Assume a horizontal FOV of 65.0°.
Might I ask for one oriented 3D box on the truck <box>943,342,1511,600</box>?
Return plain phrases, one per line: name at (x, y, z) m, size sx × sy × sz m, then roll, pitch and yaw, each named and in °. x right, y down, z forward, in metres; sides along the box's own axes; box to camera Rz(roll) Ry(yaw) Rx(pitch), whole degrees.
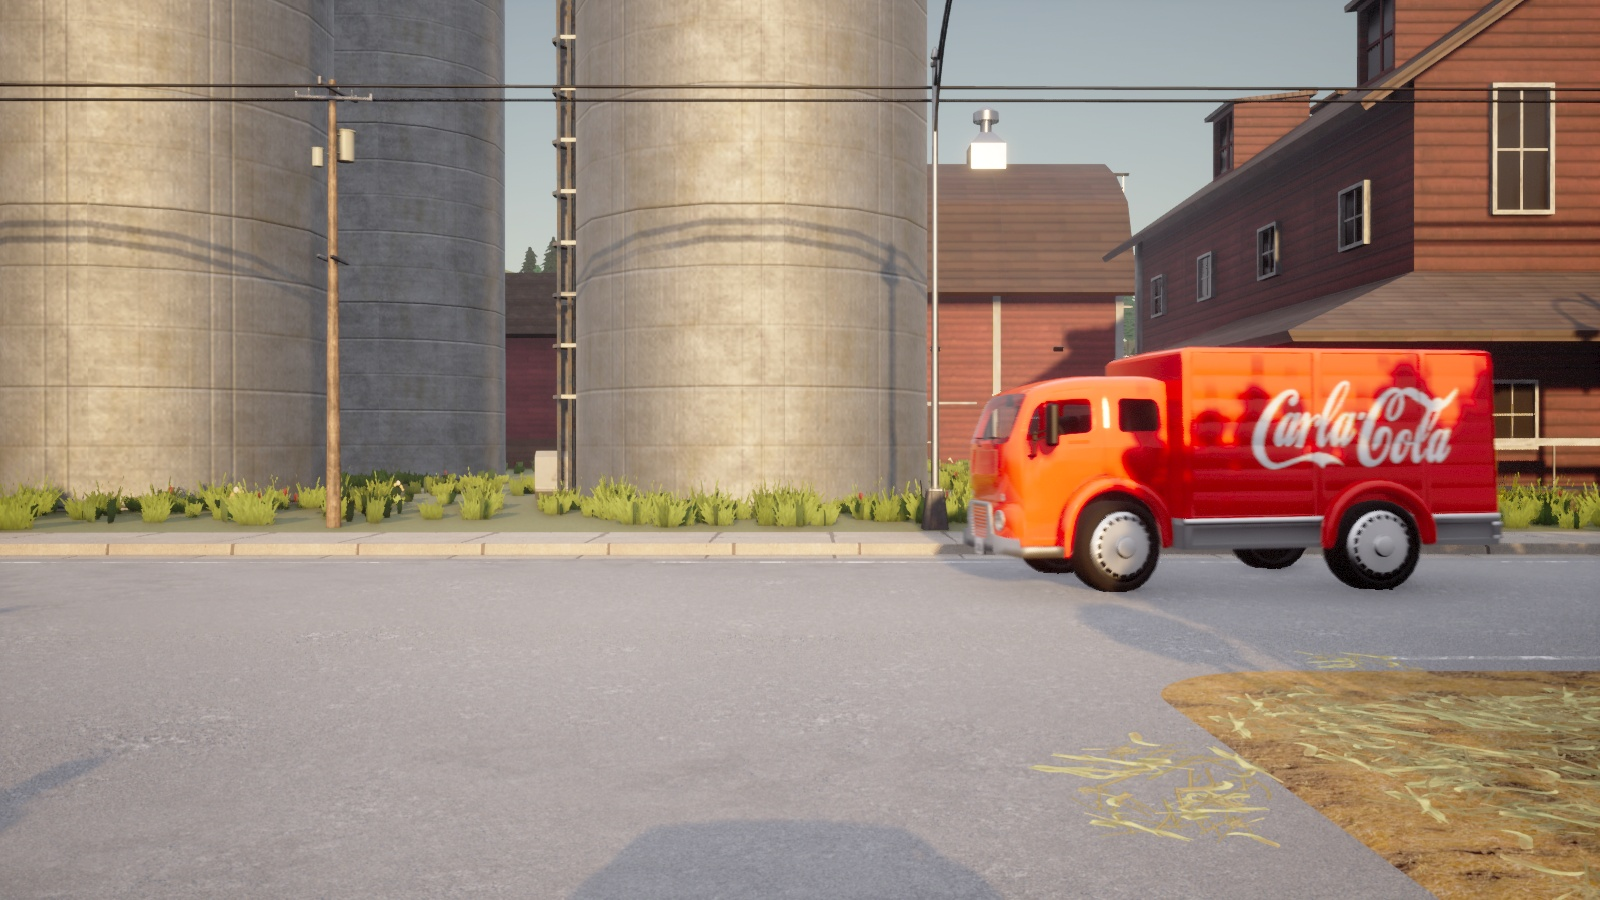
truck at (4.428, 0.181, 13.651) m, size 5.204 × 2.467 × 2.627 m, roll 0°, pitch 0°, yaw -8°
